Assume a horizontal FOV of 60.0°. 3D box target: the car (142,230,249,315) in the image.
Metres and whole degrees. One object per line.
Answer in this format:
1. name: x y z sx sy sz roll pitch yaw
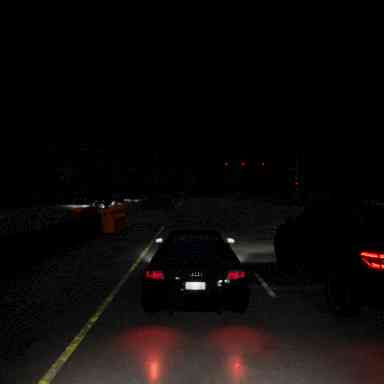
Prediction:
1. car: 0.067 1.563 7.668 1.994 1.385 4.181 0 0 0

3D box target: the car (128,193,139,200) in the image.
1. car: -14.467 1.062 82.241 2.097 1.767 4.553 0 0 0

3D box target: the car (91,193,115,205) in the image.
1. car: -14.346 1.338 53.987 1.837 1.490 4.892 0 0 0

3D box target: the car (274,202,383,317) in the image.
1. car: 3.589 1.221 7.598 2.150 2.045 5.566 0 0 -2

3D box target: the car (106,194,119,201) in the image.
1. car: -17.886 1.264 74.967 1.812 1.442 4.674 0 0 0

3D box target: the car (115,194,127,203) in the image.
1. car: -14.358 1.312 64.522 1.812 1.442 4.674 0 0 0

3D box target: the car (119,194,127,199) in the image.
1. car: -18.806 1.264 90.834 1.895 1.301 4.718 0 0 -7

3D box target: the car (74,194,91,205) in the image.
1. car: -17.852 1.180 54.946 2.097 1.767 4.553 0 0 0
